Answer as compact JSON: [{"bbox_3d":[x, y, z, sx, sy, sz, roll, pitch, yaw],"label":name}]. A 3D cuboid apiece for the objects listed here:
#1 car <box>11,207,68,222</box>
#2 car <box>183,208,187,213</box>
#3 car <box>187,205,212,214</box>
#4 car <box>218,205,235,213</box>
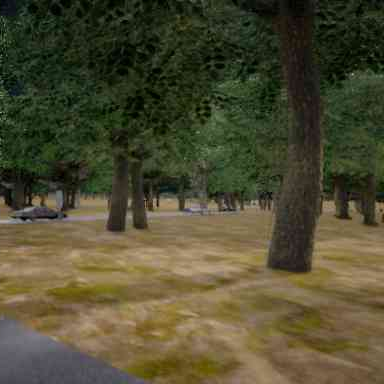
[{"bbox_3d":[-15.309,2.198,33.706,2.033,1.411,5.357,-1,-2,33],"label":"car"},{"bbox_3d":[0.251,3.235,63.087,1.882,1.535,5.008,-1,-3,33],"label":"car"},{"bbox_3d":[1.664,3.247,59.659,1.895,1.301,4.718,-1,-3,34],"label":"car"},{"bbox_3d":[7.111,3.535,68.077,1.837,1.490,4.892,-1,-3,33],"label":"car"}]
